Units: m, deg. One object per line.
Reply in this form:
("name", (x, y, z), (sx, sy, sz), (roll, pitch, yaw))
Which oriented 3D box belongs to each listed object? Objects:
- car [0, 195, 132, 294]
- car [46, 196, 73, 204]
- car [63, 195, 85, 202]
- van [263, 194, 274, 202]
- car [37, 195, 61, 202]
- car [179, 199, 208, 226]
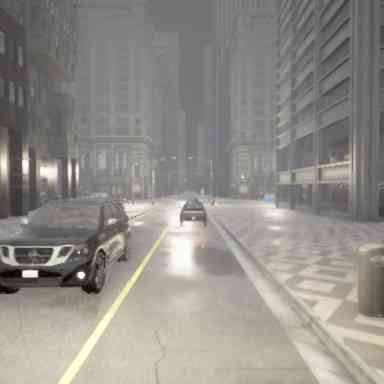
("car", (-3.102, 1.214, 9.138), (2.150, 2.045, 5.566), (0, 0, 0))
("car", (-25.393, 1.569, 63.884), (4.507, 1.381, 1.887), (0, 1, 0))
("car", (-25.656, 1.457, 72.407), (4.313, 1.339, 1.947), (0, 1, 0))
("van", (17.741, 1.368, 72.588), (3.998, 1.788, 1.690), (0, 1, 0))
("car", (-31.069, 1.421, 72.386), (4.507, 1.381, 1.887), (0, 1, 0))
("car", (0.096, 1.477, 23.579), (2.128, 1.511, 4.902), (0, 0, 0))
